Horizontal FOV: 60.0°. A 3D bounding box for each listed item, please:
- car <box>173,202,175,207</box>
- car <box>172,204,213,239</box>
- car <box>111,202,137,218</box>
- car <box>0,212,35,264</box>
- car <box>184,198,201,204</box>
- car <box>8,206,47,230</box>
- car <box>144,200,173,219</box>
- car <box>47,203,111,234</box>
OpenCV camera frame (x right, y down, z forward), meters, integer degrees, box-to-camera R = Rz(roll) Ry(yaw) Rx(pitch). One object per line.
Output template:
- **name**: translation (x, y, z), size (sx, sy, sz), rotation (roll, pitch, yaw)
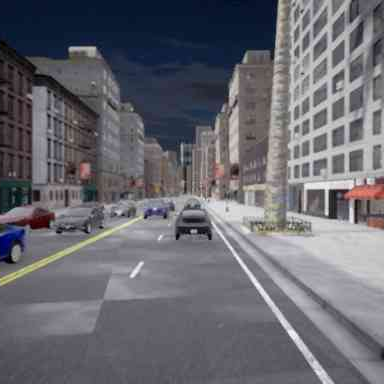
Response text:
- **car**: translation (-3.255, 1.769, 44.744), size (2.128, 1.511, 4.902), rotation (0, 0, 0)
- **car**: translation (0.083, 1.615, 18.046), size (1.837, 1.490, 4.892), rotation (0, 0, 0)
- **car**: translation (-6.530, 1.706, 32.133), size (2.128, 1.511, 4.902), rotation (0, 0, 0)
- **car**: translation (-6.606, 1.535, 9.330), size (1.882, 1.535, 5.008), rotation (0, 0, 0)
- **car**: translation (0.062, 1.609, 41.490), size (2.097, 1.767, 4.553), rotation (0, 0, 0)
- **car**: translation (-9.859, 1.598, 19.777), size (1.882, 1.535, 5.008), rotation (0, -1, 0)
- **car**: translation (-3.274, 1.544, 31.505), size (2.097, 1.767, 4.553), rotation (0, 0, 0)
- **car**: translation (-6.610, 1.626, 20.065), size (1.837, 1.490, 4.892), rotation (0, 0, 0)
